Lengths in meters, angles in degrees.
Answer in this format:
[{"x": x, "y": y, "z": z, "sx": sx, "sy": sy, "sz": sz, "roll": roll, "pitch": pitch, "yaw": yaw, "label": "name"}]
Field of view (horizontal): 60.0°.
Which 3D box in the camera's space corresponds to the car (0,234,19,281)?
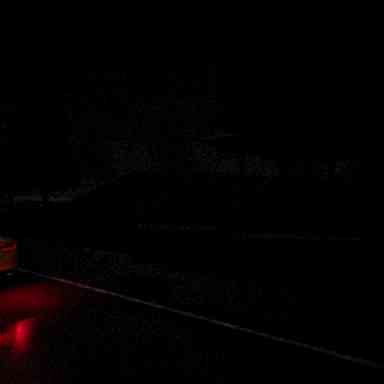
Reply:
[{"x": -6.413, "y": 1.434, "z": 8.507, "sx": 5.008, "sy": 1.535, "sz": 1.882, "roll": 0, "pitch": 0, "yaw": 36, "label": "car"}]
